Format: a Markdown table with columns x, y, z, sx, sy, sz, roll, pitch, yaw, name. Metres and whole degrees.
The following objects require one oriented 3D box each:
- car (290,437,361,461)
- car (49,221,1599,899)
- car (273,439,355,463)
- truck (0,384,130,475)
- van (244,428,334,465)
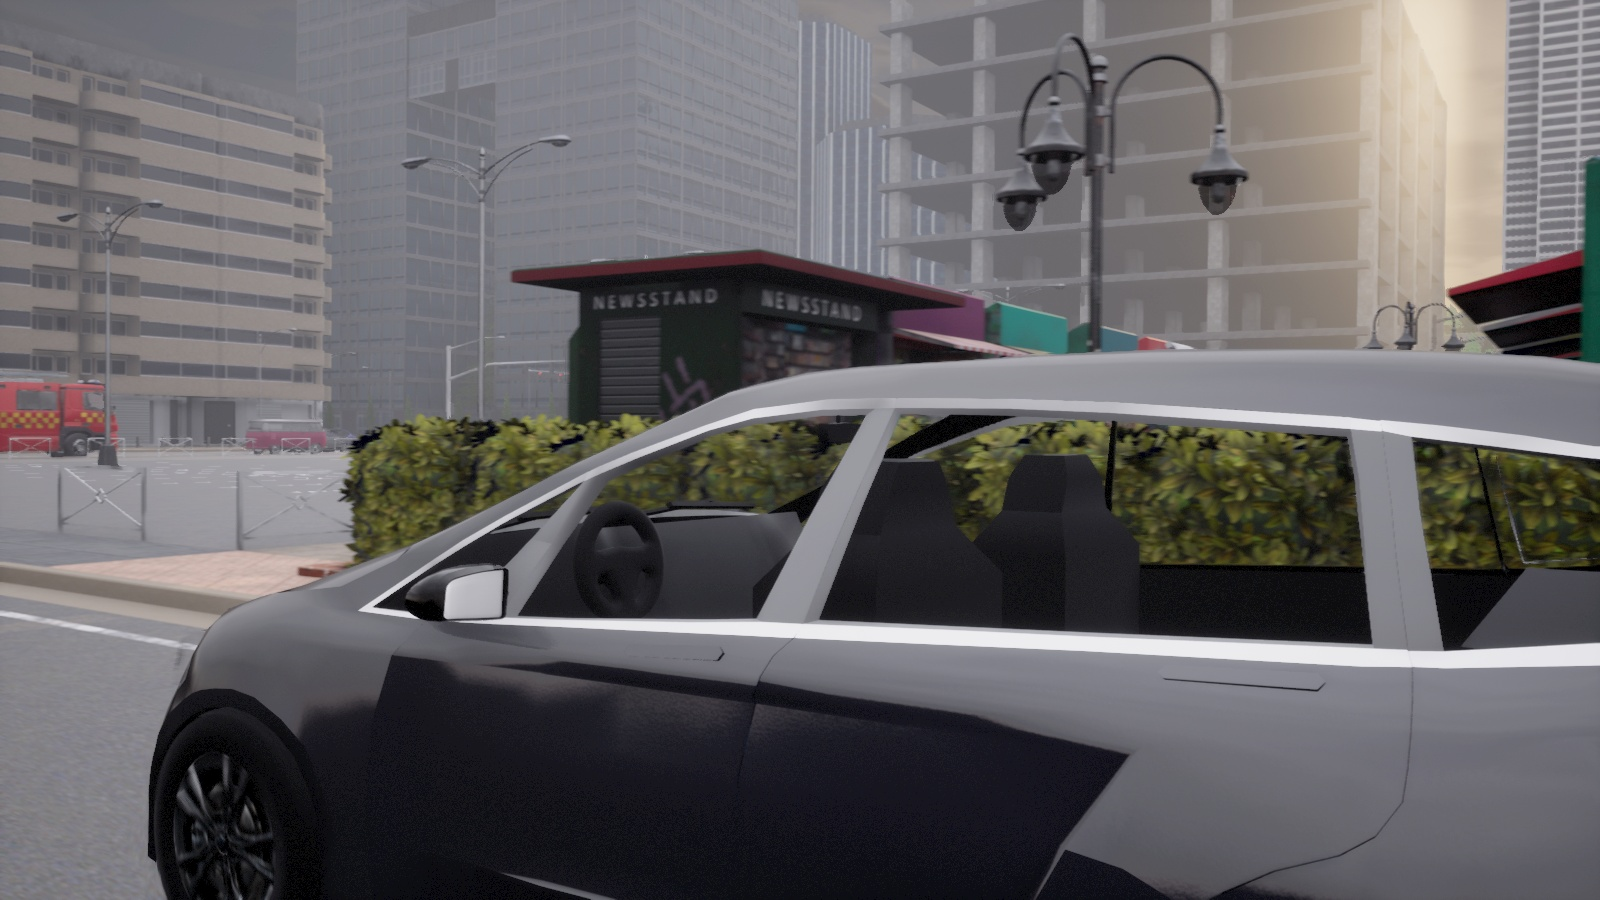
| x | y | z | sx | sy | sz | roll | pitch | yaw | name |
| --- | --- | --- | --- | --- | --- | --- | --- | --- | --- |
| -30.163 | -0.073 | 79.958 | 1.816 | 1.474 | 4.193 | 0 | 1 | 24 | car |
| 0.305 | 0.526 | 3.418 | 4.611 | 1.667 | 2.242 | 0 | 1 | 34 | car |
| -29.159 | 0.030 | 75.458 | 1.994 | 1.385 | 4.181 | 0 | 1 | 32 | car |
| -34.164 | -0.867 | 54.448 | 2.891 | 3.827 | 8.468 | 0 | 1 | 42 | truck |
| -28.443 | -0.213 | 69.990 | 1.775 | 1.987 | 4.442 | 0 | 1 | 32 | van |
